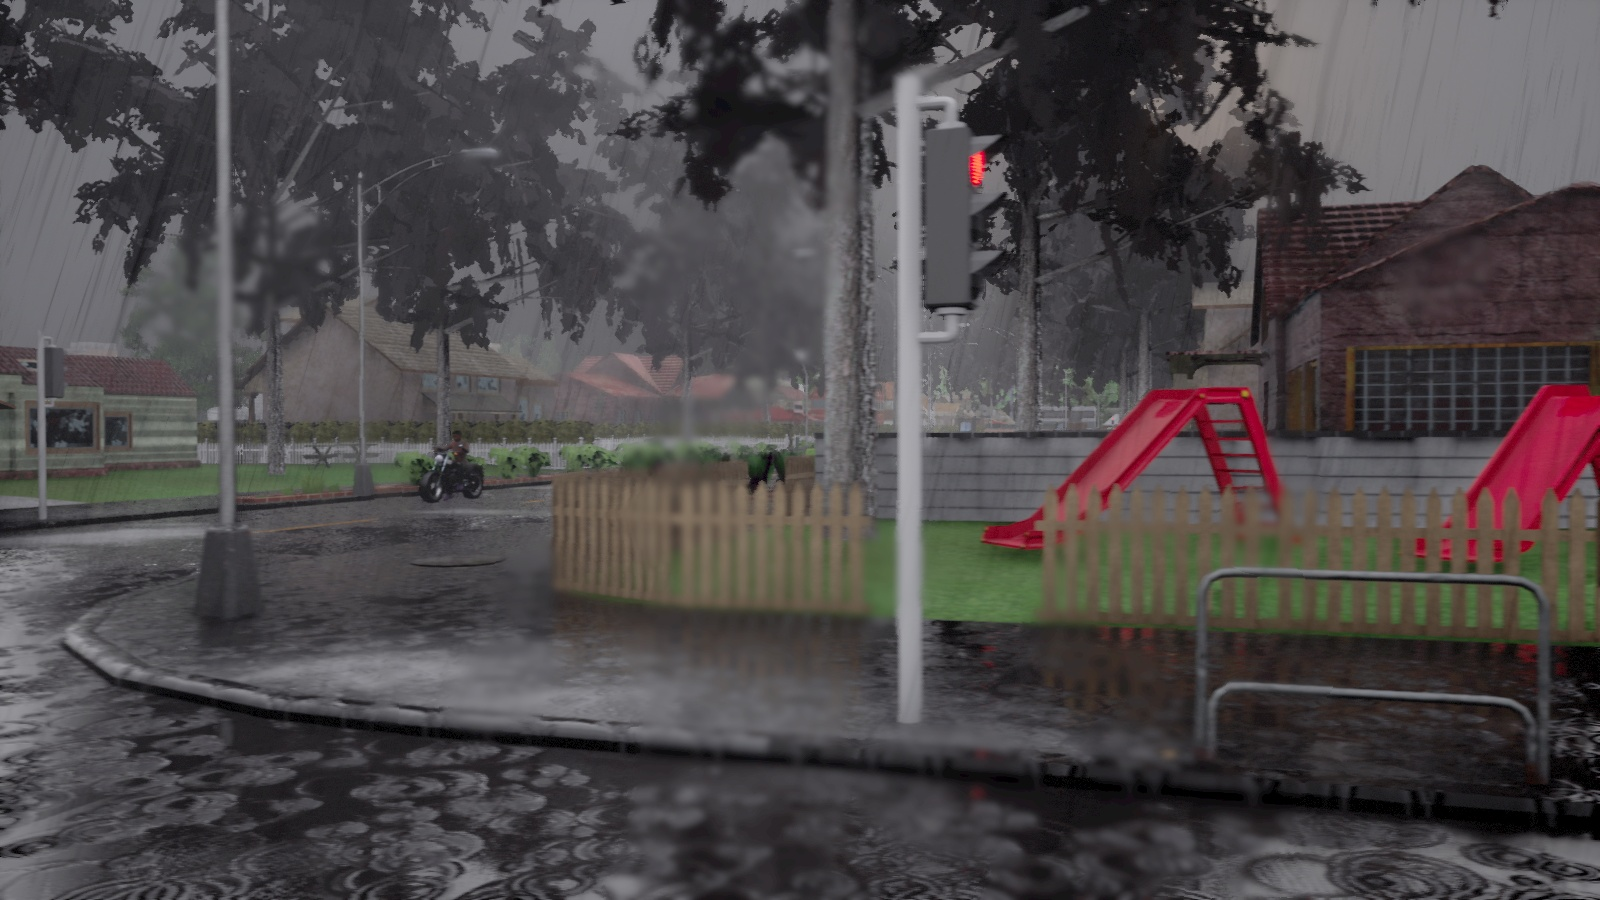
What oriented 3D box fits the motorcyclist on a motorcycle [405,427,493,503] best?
[{"bbox_3d":[-7.912,0.296,28.427,0.766,1.649,2.350,1,1,17],"label":"motorcyclist on a motorcycle"}]
